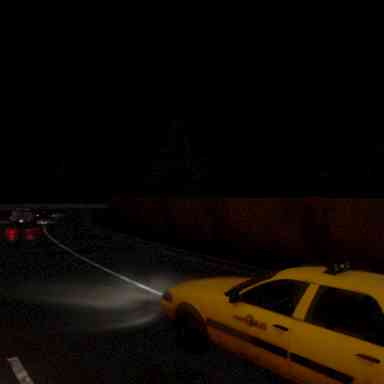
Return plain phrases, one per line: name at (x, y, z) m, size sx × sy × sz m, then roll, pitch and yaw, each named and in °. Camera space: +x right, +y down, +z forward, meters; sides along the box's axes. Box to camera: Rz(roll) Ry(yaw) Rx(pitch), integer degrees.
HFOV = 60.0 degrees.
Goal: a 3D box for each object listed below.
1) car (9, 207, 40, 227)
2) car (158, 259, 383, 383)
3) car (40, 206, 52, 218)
car at (-13.733, 2.027, 27.190) m, size 1.812 × 1.442 × 4.674 m, roll 2°, pitch -2°, yaw -23°
car at (1.634, 1.645, 4.383) m, size 1.801 × 1.575 × 5.366 m, roll 3°, pitch -2°, yaw -41°
car at (-17.986, 2.379, 39.729) m, size 1.895 × 1.301 × 4.718 m, roll 2°, pitch -2°, yaw -14°
